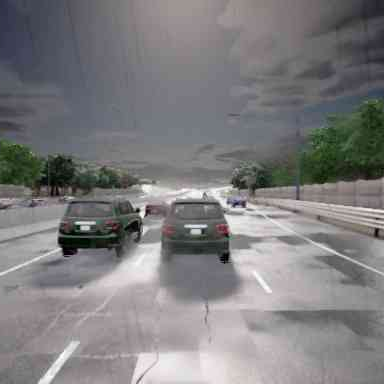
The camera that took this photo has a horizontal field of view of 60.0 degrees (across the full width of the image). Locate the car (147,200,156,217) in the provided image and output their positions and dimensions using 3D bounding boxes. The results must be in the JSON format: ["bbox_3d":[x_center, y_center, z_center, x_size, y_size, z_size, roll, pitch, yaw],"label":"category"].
[{"bbox_3d":[-3.292,1.517,31.706,1.882,1.535,5.008,0,0,0],"label":"car"}]

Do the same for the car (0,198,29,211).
[{"bbox_3d":[-17.464,1.592,35.210,2.033,1.411,5.357,0,0,0],"label":"car"}]

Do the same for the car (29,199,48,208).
[{"bbox_3d":[-13.973,1.394,33.462,2.097,1.767,4.553,0,0,1],"label":"car"}]

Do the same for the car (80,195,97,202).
[{"bbox_3d":[-23.891,1.443,76.992,2.033,1.411,5.357,0,0,1],"label":"car"}]

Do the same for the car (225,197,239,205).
[{"bbox_3d":[7.398,1.675,61.971,2.033,1.411,5.357,0,0,1],"label":"car"}]

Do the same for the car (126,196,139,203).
[{"bbox_3d":[-13.416,1.614,75.384,2.033,1.411,5.357,0,0,1],"label":"car"}]

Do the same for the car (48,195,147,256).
[{"bbox_3d":[-3.379,1.237,13.248,2.150,2.045,5.566,0,0,0],"label":"car"}]

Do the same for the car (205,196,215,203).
[{"bbox_3d":[4.084,1.720,75.166,2.033,1.411,5.357,0,0,1],"label":"car"}]

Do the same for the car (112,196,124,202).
[{"bbox_3d":[-16.902,1.553,76.272,1.812,1.442,4.674,0,0,1],"label":"car"}]

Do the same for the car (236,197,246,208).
[{"bbox_3d":[7.183,1.567,51.284,1.882,1.535,5.008,0,0,2],"label":"car"}]

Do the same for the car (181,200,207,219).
[{"bbox_3d":[0.198,1.529,30.153,2.128,1.511,4.902,0,0,0],"label":"car"}]

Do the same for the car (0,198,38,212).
[{"bbox_3d":[-20.909,1.533,40.451,1.882,1.535,5.008,0,0,1],"label":"car"}]

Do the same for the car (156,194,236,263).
[{"bbox_3d":[0.118,1.235,12.219,2.150,2.045,5.566,0,0,0],"label":"car"}]
